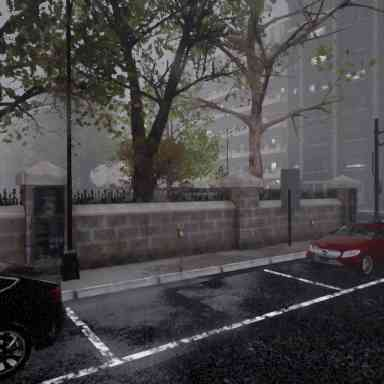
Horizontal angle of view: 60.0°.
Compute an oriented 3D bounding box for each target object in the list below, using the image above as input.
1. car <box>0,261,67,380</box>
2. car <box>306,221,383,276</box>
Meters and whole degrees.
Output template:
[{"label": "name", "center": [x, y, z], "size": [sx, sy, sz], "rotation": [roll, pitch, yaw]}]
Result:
[{"label": "car", "center": [-3.757, 1.566, 3.912], "size": [4.313, 1.339, 1.947], "rotation": [0, 0, -35]}, {"label": "car", "center": [5.319, 1.581, 10.251], "size": [4.206, 1.307, 1.802], "rotation": [0, 0, -35]}]
